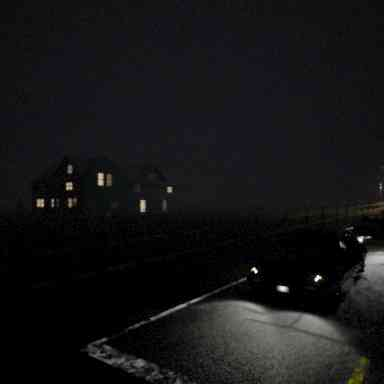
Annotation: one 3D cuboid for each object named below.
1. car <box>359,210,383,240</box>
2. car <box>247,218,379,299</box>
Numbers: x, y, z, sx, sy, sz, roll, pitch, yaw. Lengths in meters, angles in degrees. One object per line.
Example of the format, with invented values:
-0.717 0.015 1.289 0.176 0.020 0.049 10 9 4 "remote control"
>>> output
9.521 1.799 17.212 1.895 1.301 4.718 -2 -1 37 "car"
3.498 1.678 9.166 2.033 1.411 5.357 -2 -1 37 "car"
